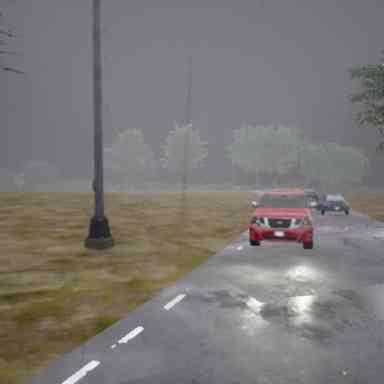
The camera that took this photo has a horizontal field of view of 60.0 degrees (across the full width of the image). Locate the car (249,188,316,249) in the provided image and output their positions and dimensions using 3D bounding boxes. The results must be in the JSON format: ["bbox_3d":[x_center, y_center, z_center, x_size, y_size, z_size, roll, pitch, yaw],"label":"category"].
[{"bbox_3d":[3.786,0.925,13.604,2.150,2.045,5.566,0,2,19],"label":"car"}]

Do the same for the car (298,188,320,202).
[{"bbox_3d":[14.368,0.318,41.172,1.837,1.490,4.892,0,2,11],"label":"car"}]

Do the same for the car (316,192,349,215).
[{"bbox_3d":[10.675,0.878,25.316,1.812,1.442,4.674,0,2,15],"label":"car"}]
